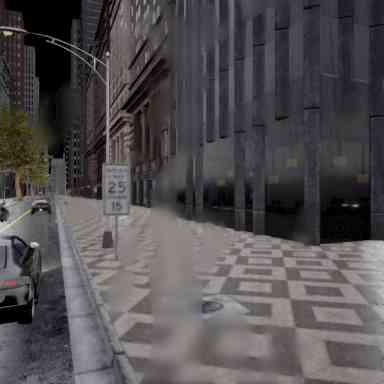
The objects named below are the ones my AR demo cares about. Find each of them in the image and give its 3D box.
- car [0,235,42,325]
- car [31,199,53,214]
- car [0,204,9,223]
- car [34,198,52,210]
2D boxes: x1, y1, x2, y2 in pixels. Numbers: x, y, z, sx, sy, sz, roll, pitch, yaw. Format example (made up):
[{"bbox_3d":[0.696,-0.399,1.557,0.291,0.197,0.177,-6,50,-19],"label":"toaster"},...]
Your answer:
[{"bbox_3d":[-4.169,1.569,6.740,1.994,1.385,4.181,0,0,-23],"label":"car"},{"bbox_3d":[-16.084,1.535,35.597,1.837,1.490,4.892,0,0,-22],"label":"car"},{"bbox_3d":[-15.304,1.583,25.494,1.994,1.385,4.181,0,0,-23],"label":"car"},{"bbox_3d":[-20.123,1.597,45.195,2.033,1.411,5.357,0,0,-22],"label":"car"}]
